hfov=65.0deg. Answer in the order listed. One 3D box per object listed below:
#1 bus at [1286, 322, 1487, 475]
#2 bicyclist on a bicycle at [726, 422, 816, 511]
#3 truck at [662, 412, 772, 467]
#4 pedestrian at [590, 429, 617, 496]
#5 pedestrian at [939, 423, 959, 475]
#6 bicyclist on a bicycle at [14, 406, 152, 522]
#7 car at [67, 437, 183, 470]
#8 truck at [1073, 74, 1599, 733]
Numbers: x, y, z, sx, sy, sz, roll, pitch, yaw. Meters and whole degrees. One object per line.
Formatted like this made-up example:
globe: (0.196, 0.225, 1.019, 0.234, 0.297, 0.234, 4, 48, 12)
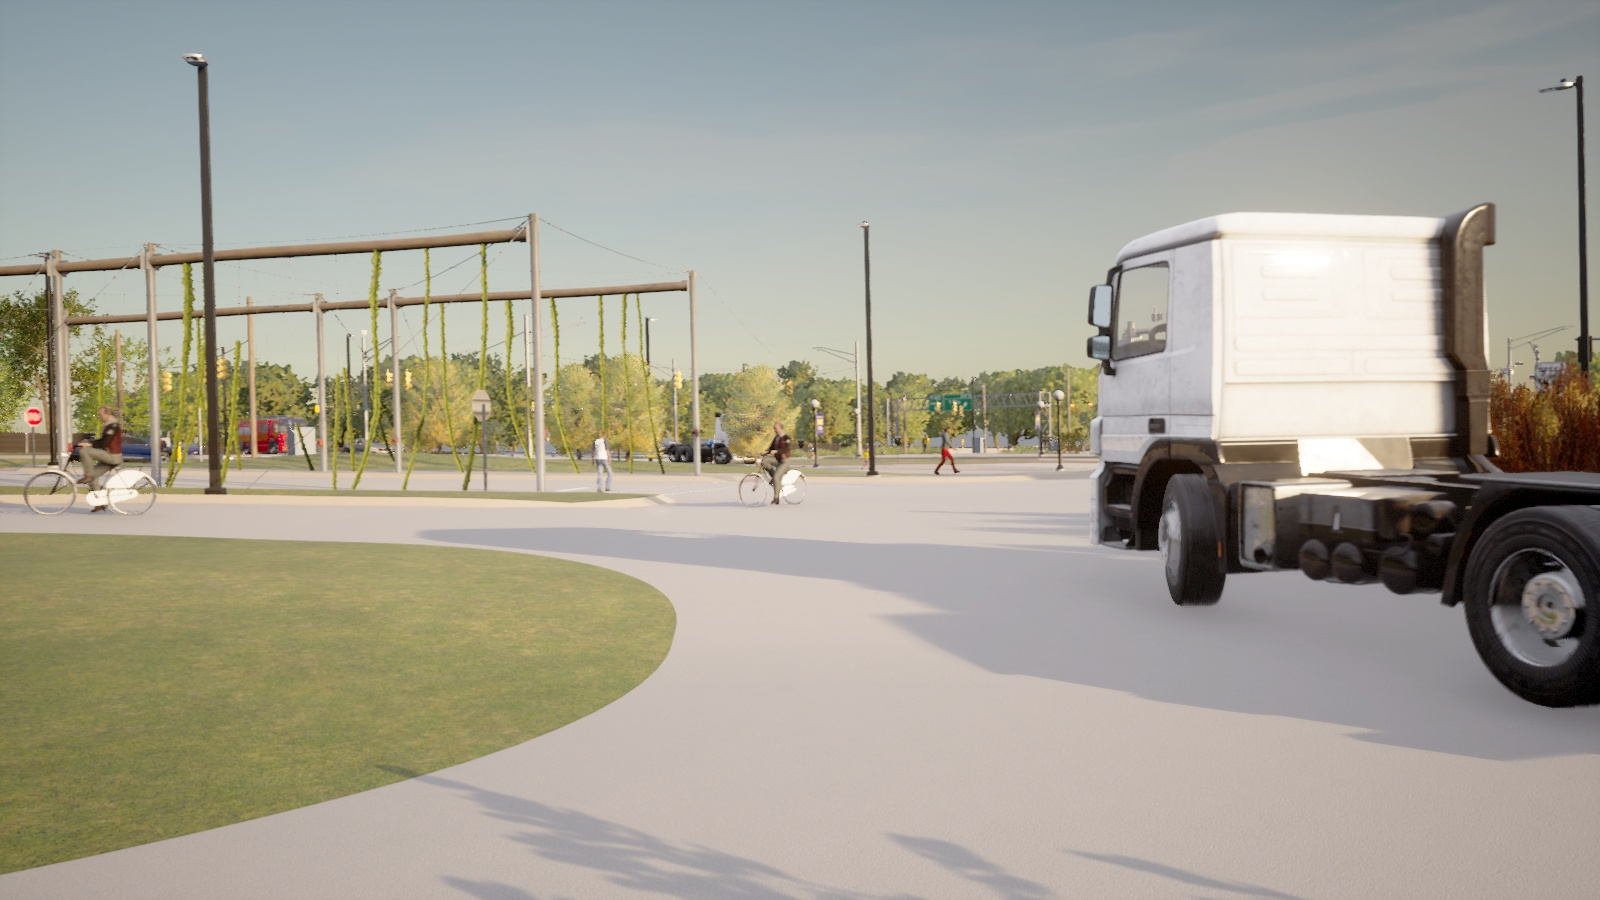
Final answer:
bus: (19.103, -1.413, 40.382, 3.944, 4.253, 10.273, -1, -1, 36)
bicyclist on a bicycle: (-0.587, 0.318, 26.127, 1.843, 1.776, 0.659, -2, 0, -42)
truck: (-5.587, -0.724, 83.102, 2.891, 3.462, 7.936, -1, 1, -43)
pedestrian: (-5.513, 0.342, 35.295, 0.354, 1.836, 0.706, -1, 1, 26)
pedestrian: (5.421, -0.033, 45.766, 0.614, 1.847, 0.353, -1, 1, 15)
bicyclist on a bicycle: (-11.380, 0.229, 19.956, 1.843, 1.776, 0.659, 2, 1, -31)
car: (-34.705, 0.198, 64.703, 2.033, 1.649, 4.856, -1, -1, 39)
truck: (5.093, -0.338, 9.039, 2.891, 3.462, 7.936, -1, 2, -14)
